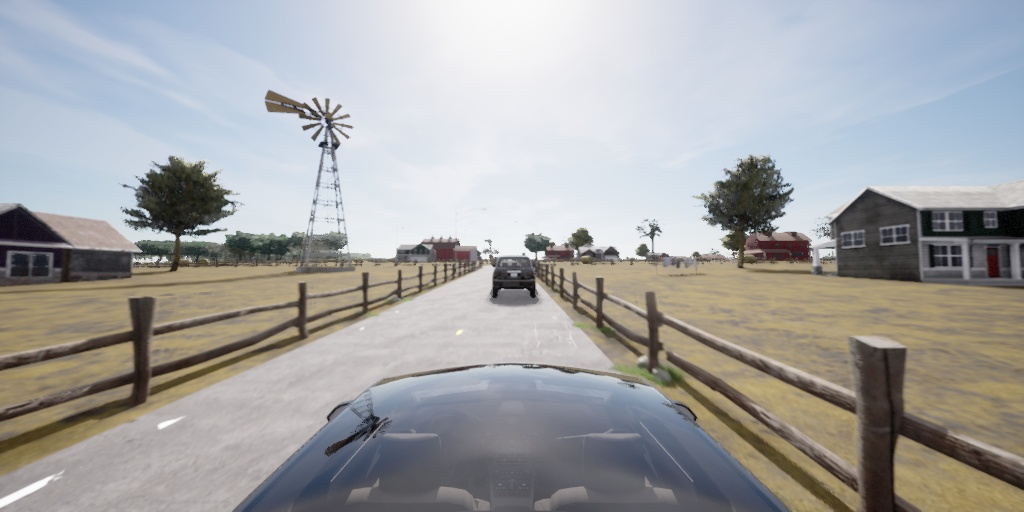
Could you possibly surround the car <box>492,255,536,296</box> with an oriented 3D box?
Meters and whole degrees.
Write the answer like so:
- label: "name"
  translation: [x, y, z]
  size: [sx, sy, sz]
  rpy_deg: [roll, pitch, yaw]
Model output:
- label: "car"
  translation: [0.101, 0.983, 19.350]
  size: [2.150, 2.045, 5.566]
  rpy_deg: [0, 0, 0]
